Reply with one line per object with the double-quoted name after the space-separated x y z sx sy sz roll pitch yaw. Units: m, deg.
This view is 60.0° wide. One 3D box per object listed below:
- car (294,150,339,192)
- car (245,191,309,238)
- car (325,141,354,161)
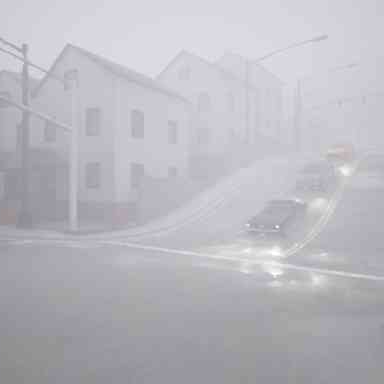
8.527 -1.321 23.152 1.837 1.490 4.892 0 20 34 "car"
4.441 1.215 17.187 1.895 1.301 4.718 0 12 34 "car"
13.317 -3.799 30.079 1.882 1.535 5.008 0 13 35 "car"
